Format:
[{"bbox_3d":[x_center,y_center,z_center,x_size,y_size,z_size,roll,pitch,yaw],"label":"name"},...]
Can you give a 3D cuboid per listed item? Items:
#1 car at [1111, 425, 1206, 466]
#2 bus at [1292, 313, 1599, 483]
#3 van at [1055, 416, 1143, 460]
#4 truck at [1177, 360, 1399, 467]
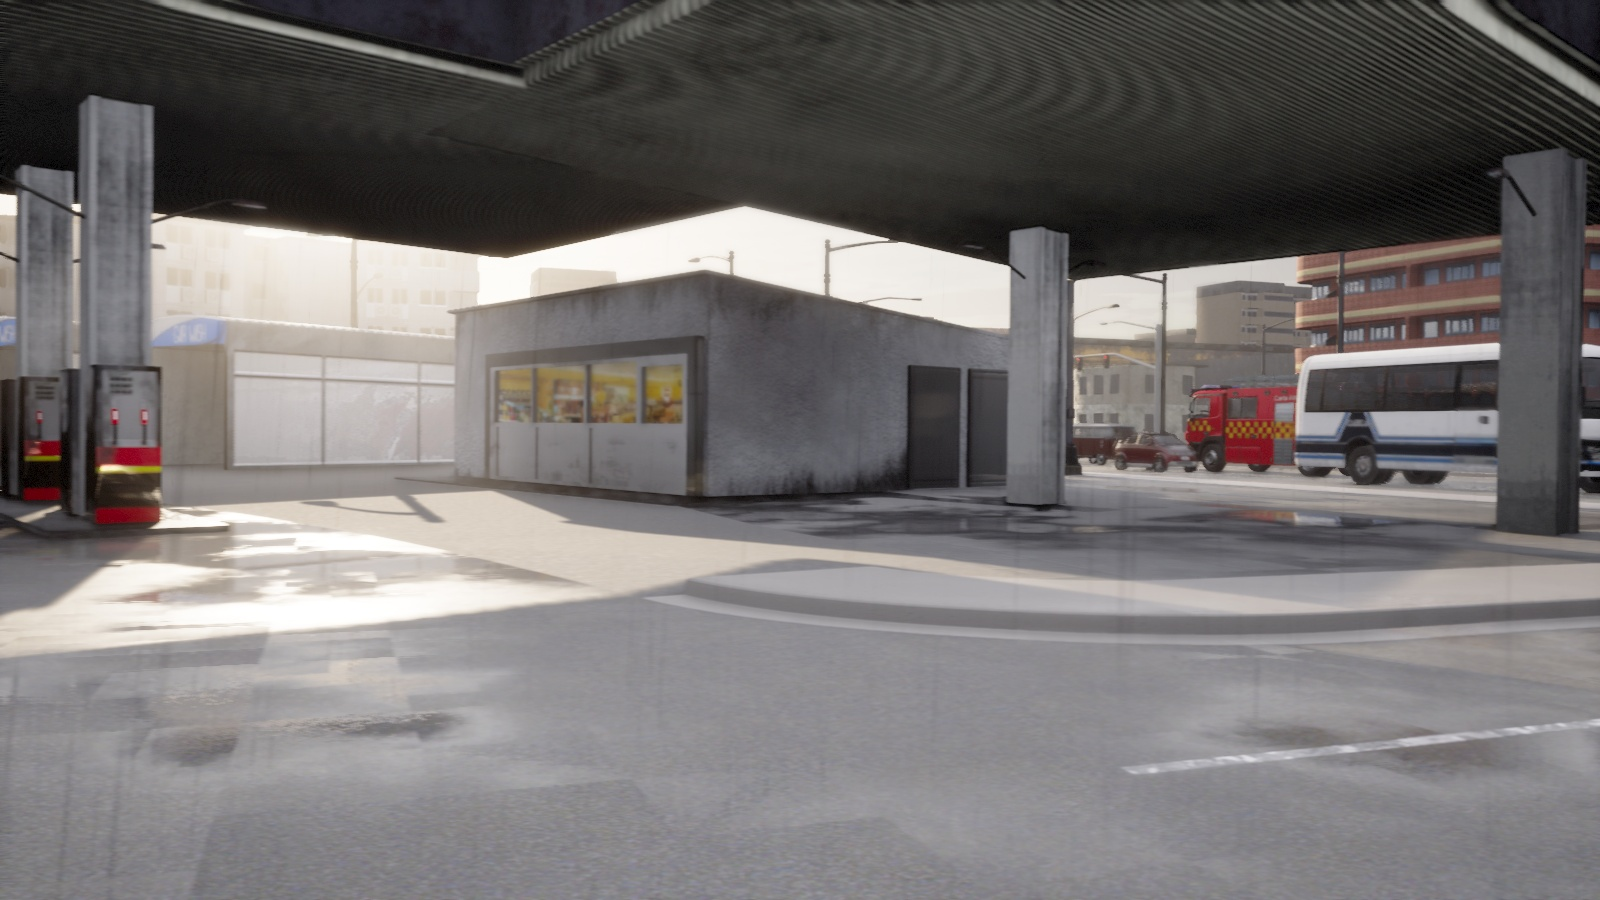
[{"bbox_3d":[14.427,-0.204,50.670,1.789,1.549,3.705,-1,1,-22],"label":"car"},{"bbox_3d":[19.846,-1.396,37.026,3.944,4.253,10.273,-1,1,-22],"label":"bus"},{"bbox_3d":[14.360,-0.591,60.592,1.775,1.987,4.442,-1,1,-24],"label":"van"},{"bbox_3d":[18.867,-1.373,49.266,2.891,3.827,8.468,-1,1,-25],"label":"truck"}]
